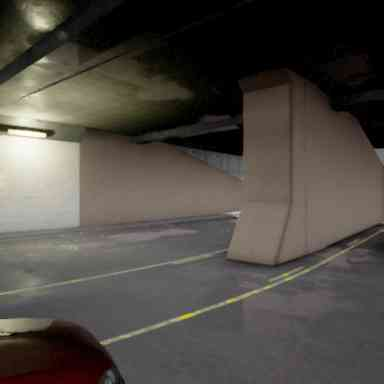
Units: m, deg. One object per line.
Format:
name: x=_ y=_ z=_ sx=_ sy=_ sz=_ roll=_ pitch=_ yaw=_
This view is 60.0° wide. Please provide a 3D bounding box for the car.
car: x=-2.552 y=1.583 z=2.226 sx=4.181 sy=1.385 sz=1.994 roll=0 pitch=0 yaw=-35
